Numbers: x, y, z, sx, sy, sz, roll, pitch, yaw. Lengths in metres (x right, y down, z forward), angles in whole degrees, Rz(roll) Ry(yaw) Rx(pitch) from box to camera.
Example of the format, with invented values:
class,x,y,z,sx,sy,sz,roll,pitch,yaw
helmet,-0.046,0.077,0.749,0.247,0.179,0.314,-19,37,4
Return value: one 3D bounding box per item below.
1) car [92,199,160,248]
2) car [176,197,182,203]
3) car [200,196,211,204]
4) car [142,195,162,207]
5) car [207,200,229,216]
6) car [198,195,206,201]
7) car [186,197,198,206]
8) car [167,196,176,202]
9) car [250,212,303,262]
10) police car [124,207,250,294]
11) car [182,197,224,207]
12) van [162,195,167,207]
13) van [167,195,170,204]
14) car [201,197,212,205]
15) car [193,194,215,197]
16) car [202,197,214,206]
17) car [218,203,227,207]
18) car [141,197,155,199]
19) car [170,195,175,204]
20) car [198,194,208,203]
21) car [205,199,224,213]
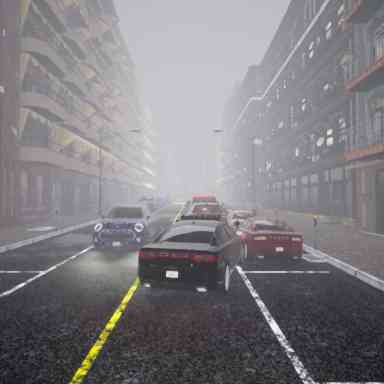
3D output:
class,x,y,z,sx,sy,sz,roll,pitch,yaw
car,-2.840,1.364,14.770,2.097,1.767,4.553,0,0,0
car,-2.689,1.774,74.631,1.895,1.301,4.718,0,0,0
car,2.648,1.585,67.346,1.967,1.590,4.097,1,0,0
car,-5.258,1.373,39.762,2.192,1.841,5.009,2,0,0
car,2.611,1.591,34.160,1.887,1.381,4.507,1,0,0
car,2.624,1.681,89.471,1.967,1.590,4.097,1,0,0
car,0.048,1.606,59.428,2.128,1.511,4.902,0,0,0
car,-5.230,1.780,84.005,1.947,1.339,4.313,1,0,0
car,2.593,1.554,12.038,1.887,1.381,4.507,1,0,0
police car,0.282,1.431,9.089,1.930,1.638,5.238,0,0,15
car,0.703,1.368,18.633,2.097,1.767,4.553,0,0,-3
van,-5.250,1.428,50.821,1.690,1.788,3.998,2,0,0
van,-5.246,1.446,56.353,1.690,1.788,3.998,1,0,0
car,2.634,1.668,61.814,1.887,1.381,4.507,1,0,0
car,0.844,1.252,24.743,2.150,2.045,5.566,0,0,0
car,2.629,1.649,56.284,1.887,1.381,4.507,1,0,0
car,2.598,1.541,17.740,1.752,1.417,4.829,1,0,0
car,-5.269,1.571,34.060,1.752,1.417,4.829,2,0,0
car,-5.237,1.460,67.413,2.192,1.841,5.009,1,0,0
car,2.618,1.504,78.408,2.192,1.841,5.009,1,0,0
car,2.615,1.609,39.692,2.008,1.369,4.403,1,0,0
